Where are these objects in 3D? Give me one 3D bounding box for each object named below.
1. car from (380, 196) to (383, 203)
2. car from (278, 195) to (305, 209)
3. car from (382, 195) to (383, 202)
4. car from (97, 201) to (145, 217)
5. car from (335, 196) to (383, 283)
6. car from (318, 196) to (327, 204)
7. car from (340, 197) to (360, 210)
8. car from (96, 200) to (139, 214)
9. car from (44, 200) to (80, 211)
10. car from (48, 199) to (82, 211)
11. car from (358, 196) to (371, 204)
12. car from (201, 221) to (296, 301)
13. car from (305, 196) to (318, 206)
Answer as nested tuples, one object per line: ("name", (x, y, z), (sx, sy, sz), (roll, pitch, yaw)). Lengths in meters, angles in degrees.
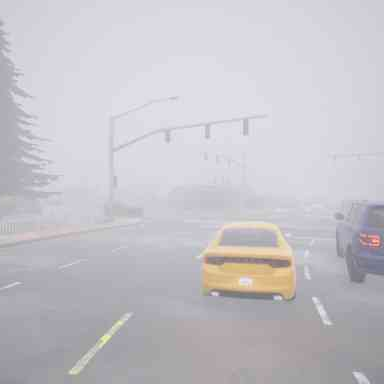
("car", (40.376, 1.540, 69.235), (2.033, 1.411, 5.357), (0, 0, 31))
("car", (13.260, 1.547, 45.125), (2.033, 1.411, 5.357), (0, 0, 31))
("car", (45.735, 1.478, 78.025), (1.882, 1.535, 5.008), (0, 0, 31))
("car", (-6.844, 1.656, 32.362), (4.718, 1.301, 1.895), (0, 0, 32))
("car", (5.436, 1.221, 9.406), (2.150, 2.045, 5.566), (0, 0, 19))
("car", (24.090, 1.491, 62.737), (2.128, 1.511, 4.902), (0, 0, 32))
("car", (20.736, 1.477, 43.547), (1.882, 1.535, 5.008), (0, 0, 32))
("car", (-8.451, 1.656, 37.475), (4.718, 1.301, 1.895), (0, 0, 32))
("car", (-14.627, 1.581, 37.205), (4.674, 1.442, 1.812), (0, 0, 32))
("car", (-16.188, 1.619, 42.284), (4.181, 1.385, 1.994), (0, 0, 33))
("car", (33.731, 1.524, 65.006), (1.812, 1.442, 4.674), (0, 0, 31))
("car", (1.509, 1.478, 8.485), (1.882, 1.535, 5.008), (0, 0, 12))
("car", (18.602, 1.526, 53.868), (1.812, 1.442, 4.674), (0, 0, 32))
